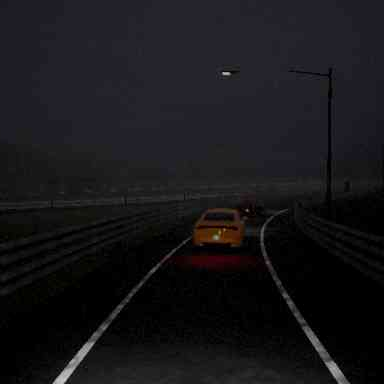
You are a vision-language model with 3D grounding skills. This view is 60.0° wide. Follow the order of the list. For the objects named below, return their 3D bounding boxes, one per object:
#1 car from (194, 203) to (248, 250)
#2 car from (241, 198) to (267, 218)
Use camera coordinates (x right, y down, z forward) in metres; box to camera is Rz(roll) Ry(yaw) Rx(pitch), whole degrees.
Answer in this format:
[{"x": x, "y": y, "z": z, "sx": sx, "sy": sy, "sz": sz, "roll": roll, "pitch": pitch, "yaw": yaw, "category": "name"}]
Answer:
[{"x": 1.311, "y": 1.454, "z": 14.257, "sx": 1.882, "sy": 1.535, "sz": 5.008, "roll": 0, "pitch": 0, "yaw": 10, "category": "car"}, {"x": 5.200, "y": 1.266, "z": 28.403, "sx": 1.882, "sy": 1.535, "sz": 5.008, "roll": 1, "pitch": 1, "yaw": 20, "category": "car"}]
